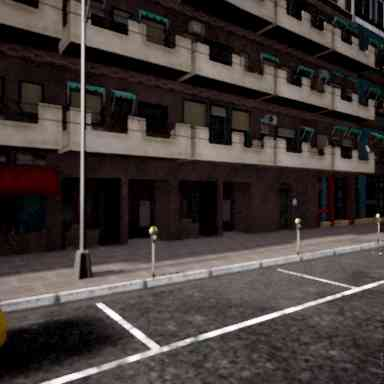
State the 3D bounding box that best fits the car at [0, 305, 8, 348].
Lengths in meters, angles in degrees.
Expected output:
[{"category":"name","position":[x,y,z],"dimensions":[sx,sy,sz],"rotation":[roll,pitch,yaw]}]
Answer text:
[{"category":"car","position":[-4.607,1.507,3.278],"dimensions":[4.829,1.417,1.752],"rotation":[1,-1,-35]}]
